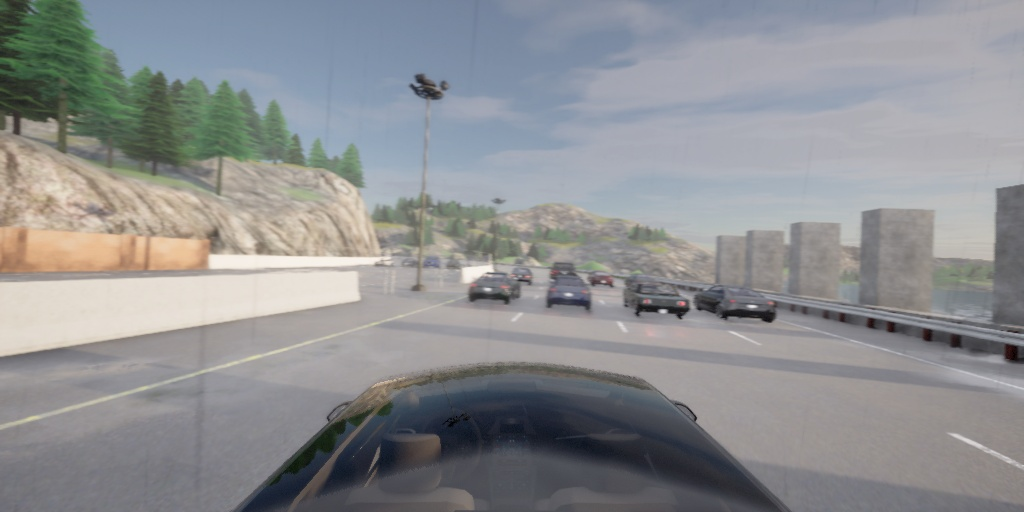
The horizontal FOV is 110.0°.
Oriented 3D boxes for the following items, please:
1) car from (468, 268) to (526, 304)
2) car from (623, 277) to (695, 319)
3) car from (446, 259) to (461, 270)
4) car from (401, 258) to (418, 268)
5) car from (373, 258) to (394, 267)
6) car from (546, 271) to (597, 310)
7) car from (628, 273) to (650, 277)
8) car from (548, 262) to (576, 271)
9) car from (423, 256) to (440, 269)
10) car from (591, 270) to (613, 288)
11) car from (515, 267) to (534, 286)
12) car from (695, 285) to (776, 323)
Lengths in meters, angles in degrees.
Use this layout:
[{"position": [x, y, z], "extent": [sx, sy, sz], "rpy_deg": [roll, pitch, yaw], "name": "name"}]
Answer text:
[{"position": [-0.732, 1.470, 17.615], "extent": [1.994, 1.385, 4.181], "rpy_deg": [3, -1, 9], "name": "car"}, {"position": [6.019, 1.814, 15.568], "extent": [1.895, 1.301, 4.718], "rpy_deg": [3, -1, 9], "name": "car"}, {"position": [-9.589, 1.319, 58.801], "extent": [2.097, 1.767, 4.553], "rpy_deg": [3, -1, -4], "name": "car"}, {"position": [-16.523, 1.106, 57.879], "extent": [2.128, 1.511, 4.902], "rpy_deg": [3, -1, -4], "name": "car"}, {"position": [-19.877, 1.024, 55.678], "extent": [1.895, 1.301, 4.718], "rpy_deg": [3, -1, -3], "name": "car"}, {"position": [2.709, 1.632, 16.996], "extent": [1.994, 1.385, 4.181], "rpy_deg": [3, -1, 9], "name": "car"}, {"position": [11.444, 2.243, 32.020], "extent": [1.994, 1.385, 4.181], "rpy_deg": [3, -1, 5], "name": "car"}, {"position": [4.398, 1.546, 31.312], "extent": [2.150, 2.045, 5.566], "rpy_deg": [3, 0, 5], "name": "car"}, {"position": [-13.033, 1.012, 58.349], "extent": [2.150, 2.045, 5.566], "rpy_deg": [3, 0, -3], "name": "car"}, {"position": [8.001, 2.043, 32.768], "extent": [1.812, 1.442, 4.674], "rpy_deg": [3, 0, 5], "name": "car"}, {"position": [0.819, 1.686, 30.602], "extent": [2.033, 1.411, 5.357], "rpy_deg": [3, -1, 5], "name": "car"}, {"position": [9.596, 1.956, 15.798], "extent": [1.994, 1.385, 4.181], "rpy_deg": [3, -1, 9], "name": "car"}]
